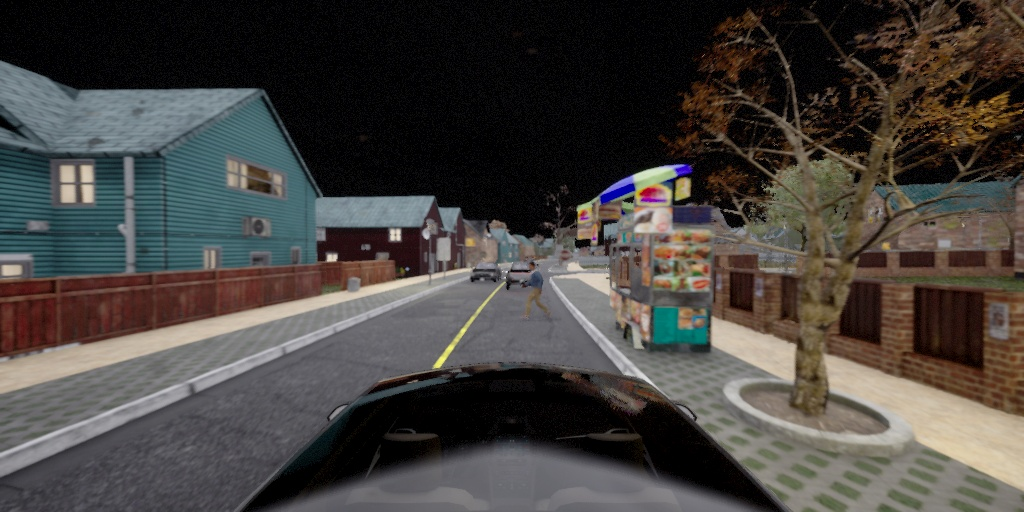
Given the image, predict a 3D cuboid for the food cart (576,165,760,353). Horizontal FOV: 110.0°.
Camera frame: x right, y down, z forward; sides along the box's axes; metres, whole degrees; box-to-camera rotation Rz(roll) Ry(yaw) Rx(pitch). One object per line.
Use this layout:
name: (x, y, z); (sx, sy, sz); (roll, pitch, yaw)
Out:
food cart: (3.089, 0.183, 8.423); (2.280, 3.560, 4.660); (0, 0, 1)

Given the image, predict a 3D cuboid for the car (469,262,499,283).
car: (-1.801, 1.157, 26.356); (2.033, 1.411, 5.357); (0, 0, 4)

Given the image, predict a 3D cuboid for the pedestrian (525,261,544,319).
pedestrian: (0.682, 0.995, 10.934); (0.375, 1.860, 0.375); (-1, 1, 3)

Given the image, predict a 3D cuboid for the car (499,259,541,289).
car: (0.697, 1.133, 21.592); (2.128, 1.511, 4.902); (0, 0, 4)
